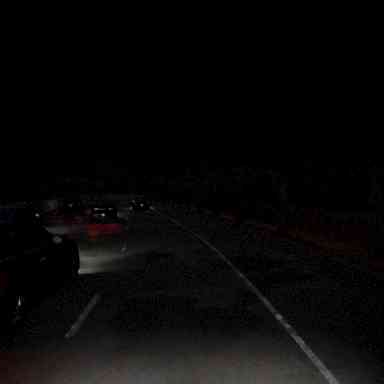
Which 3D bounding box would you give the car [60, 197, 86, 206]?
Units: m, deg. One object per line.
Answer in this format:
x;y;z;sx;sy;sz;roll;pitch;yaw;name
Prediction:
-11.879;1.314;33.396;2.097;1.767;4.553;0;0;-12;car

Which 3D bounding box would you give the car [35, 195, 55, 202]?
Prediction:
-23.349;1.551;53.701;1.895;1.301;4.718;0;0;-11;car

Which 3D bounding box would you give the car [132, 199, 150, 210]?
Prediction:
-6.265;1.494;40.867;1.994;1.385;4.181;0;0;-12;car

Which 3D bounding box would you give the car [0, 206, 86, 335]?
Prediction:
-3.868;1.348;6.805;2.097;1.767;4.553;0;0;-4;car

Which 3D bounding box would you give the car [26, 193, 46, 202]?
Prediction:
-28.663;1.171;62.353;2.150;2.045;5.566;0;0;-12;car

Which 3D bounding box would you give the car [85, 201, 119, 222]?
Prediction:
-6.899;1.454;26.458;2.128;1.511;4.902;0;0;-11;car
